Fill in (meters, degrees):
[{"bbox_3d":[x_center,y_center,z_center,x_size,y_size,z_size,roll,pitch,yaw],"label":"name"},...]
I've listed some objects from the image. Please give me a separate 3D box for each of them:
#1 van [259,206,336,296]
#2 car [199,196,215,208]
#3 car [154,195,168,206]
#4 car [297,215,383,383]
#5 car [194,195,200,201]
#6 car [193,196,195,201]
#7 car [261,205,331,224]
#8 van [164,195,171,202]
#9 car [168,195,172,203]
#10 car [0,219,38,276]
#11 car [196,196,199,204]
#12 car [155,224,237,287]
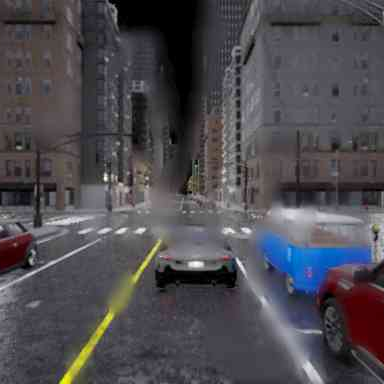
[{"bbox_3d":[2.859,1.377,8.456,1.690,1.788,3.998,0,0,0],"label":"van"},{"bbox_3d":[2.577,1.687,52.345,1.967,1.590,4.097,0,0,-1],"label":"car"},{"bbox_3d":[-6.193,1.746,63.474,1.967,1.590,4.097,0,0,-1],"label":"car"},{"bbox_3d":[2.859,1.328,2.933,2.192,1.841,5.009,0,0,0],"label":"car"},{"bbox_3d":[2.082,1.954,74.955,1.802,1.307,4.206,0,0,-1],"label":"car"},{"bbox_3d":[1.958,1.959,80.608,1.887,1.381,4.507,0,0,-1],"label":"car"},{"bbox_3d":[7.885,1.693,25.361,4.718,1.301,1.895,0,0,-9],"label":"car"},{"bbox_3d":[-6.813,1.844,91.747,1.690,1.788,3.998,0,0,-1],"label":"van"},{"bbox_3d":[-6.566,1.728,80.436,2.192,1.841,5.009,0,0,-1],"label":"car"},{"bbox_3d":[-5.667,1.476,8.451,1.967,1.590,4.097,0,0,0],"label":"car"},{"bbox_3d":[2.330,1.889,63.652,1.802,1.307,4.206,0,0,-1],"label":"car"},{"bbox_3d":[0.104,1.605,9.484,1.994,1.385,4.181,0,0,0],"label":"car"}]
